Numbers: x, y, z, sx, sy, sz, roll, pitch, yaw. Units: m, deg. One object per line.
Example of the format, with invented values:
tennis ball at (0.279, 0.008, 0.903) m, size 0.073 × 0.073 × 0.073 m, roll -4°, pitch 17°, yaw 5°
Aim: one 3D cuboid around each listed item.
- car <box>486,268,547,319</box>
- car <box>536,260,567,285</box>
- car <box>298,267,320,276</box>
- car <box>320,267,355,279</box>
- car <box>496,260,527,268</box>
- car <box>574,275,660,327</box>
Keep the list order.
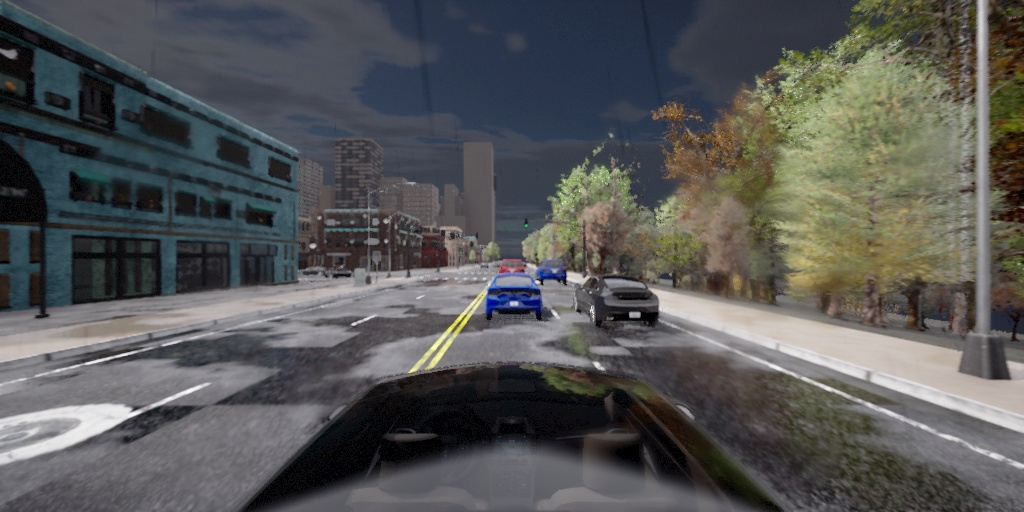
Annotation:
car at (0.062, 1.375, 13.654) m, size 1.882 × 1.535 × 5.008 m, roll 0°, pitch -1°, yaw 0°
car at (3.262, 1.320, 30.125) m, size 2.150 × 2.045 × 5.566 m, roll 0°, pitch -1°, yaw 0°
car at (-28.436, 2.193, 51.438) m, size 4.403 × 1.370 × 2.007 m, roll 0°, pitch 0°, yaw 0°
car at (-20.076, 2.087, 42.953) m, size 4.313 × 1.339 × 1.948 m, roll 0°, pitch 0°, yaw 0°
car at (0.012, 1.322, 30.110) m, size 2.150 × 2.045 × 5.566 m, roll 0°, pitch -1°, yaw 0°
car at (3.319, 1.381, 12.130) m, size 1.837 × 1.490 × 4.892 m, roll 0°, pitch -1°, yaw 0°
